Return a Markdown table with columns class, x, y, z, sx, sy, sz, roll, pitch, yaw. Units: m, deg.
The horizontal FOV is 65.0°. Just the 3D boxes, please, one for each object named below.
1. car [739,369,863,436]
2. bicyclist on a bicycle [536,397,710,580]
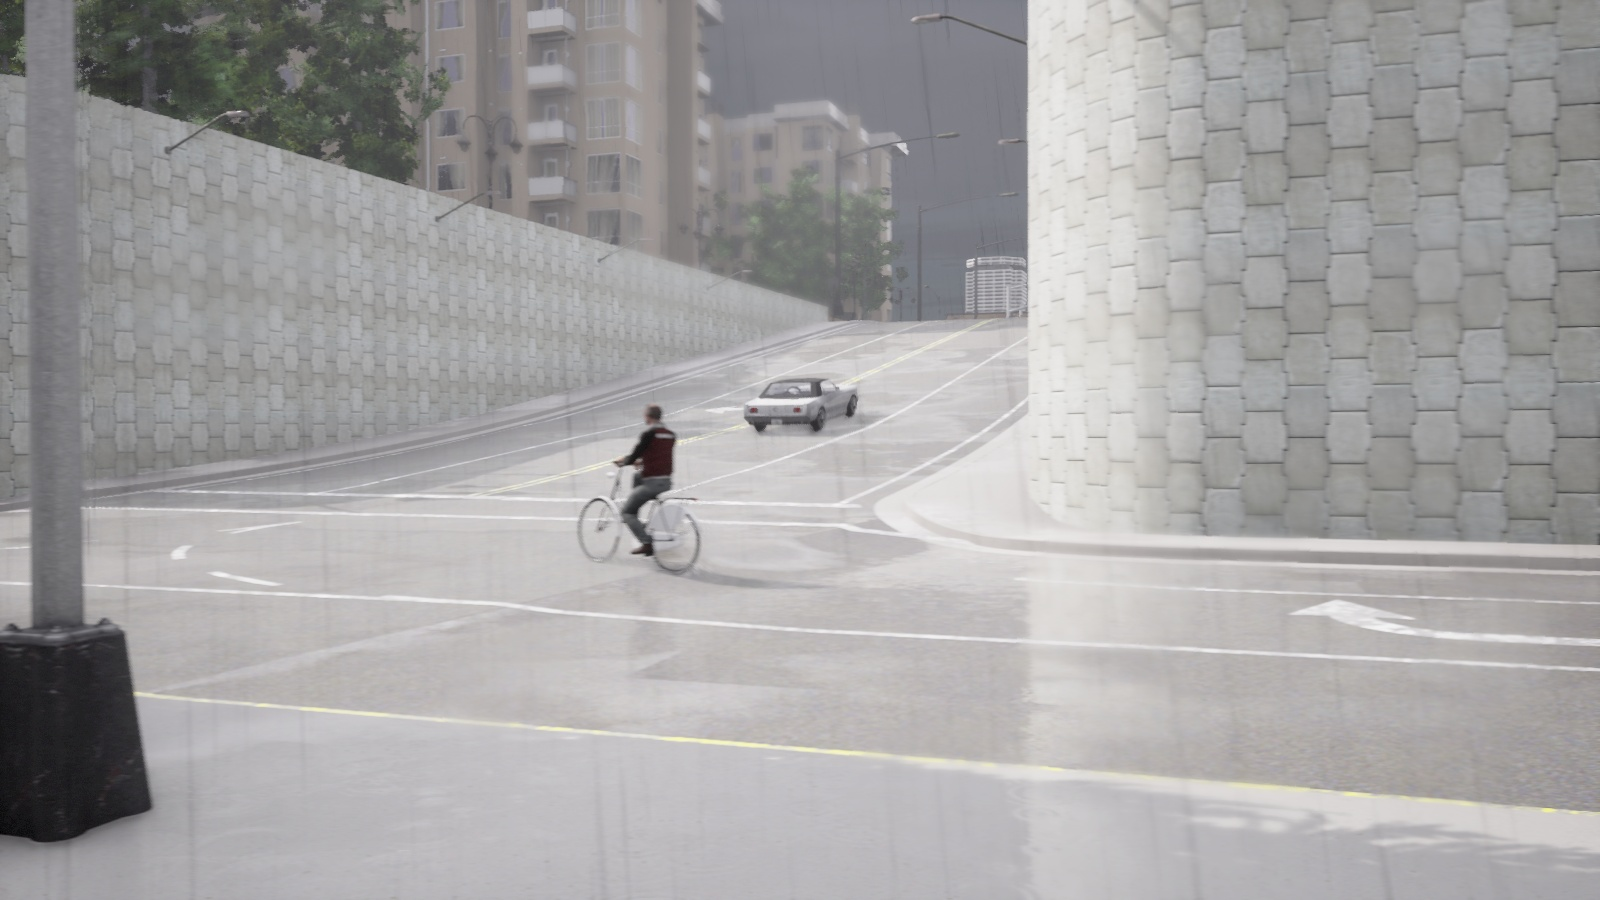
| class | x | y | z | sx | sy | sz | roll | pitch | yaw |
| --- | --- | --- | --- | --- | --- | --- | --- | --- | --- |
| car | 0.122 | -1.360 | 34.548 | 1.895 | 1.301 | 4.718 | 1 | 9 | 20 |
| bicyclist on a bicycle | -1.902 | 0.364 | 13.329 | 1.843 | 1.776 | 0.659 | 4 | 2 | 38 |
